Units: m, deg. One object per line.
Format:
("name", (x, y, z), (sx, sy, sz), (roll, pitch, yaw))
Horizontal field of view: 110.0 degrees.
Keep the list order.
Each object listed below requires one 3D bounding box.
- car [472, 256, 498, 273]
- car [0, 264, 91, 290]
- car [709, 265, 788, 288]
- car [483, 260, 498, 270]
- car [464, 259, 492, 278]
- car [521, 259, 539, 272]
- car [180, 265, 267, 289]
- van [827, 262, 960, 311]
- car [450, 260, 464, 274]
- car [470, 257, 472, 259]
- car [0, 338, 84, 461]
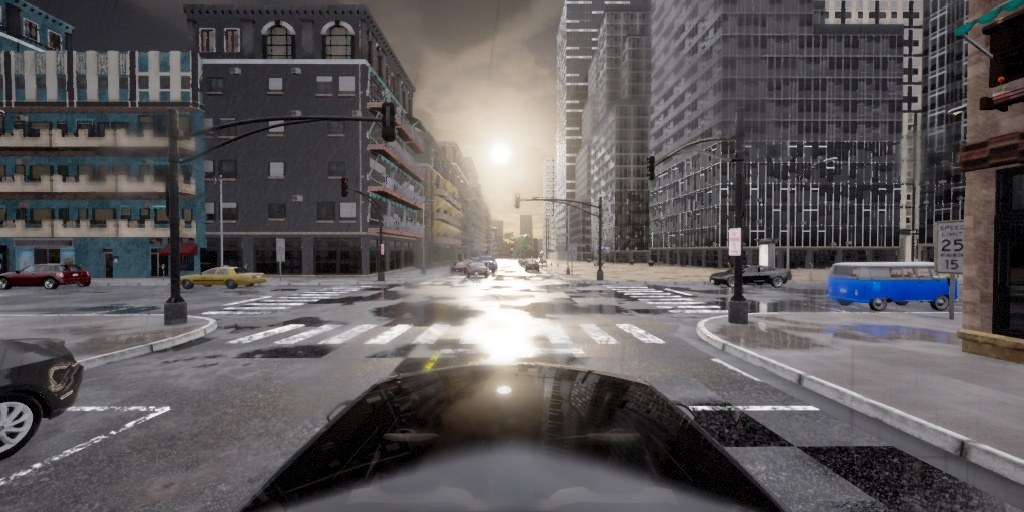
("car", (-3.193, 0.966, 44.127), (2.150, 2.045, 5.566), (0, 0, 0))
("car", (-28.827, 1.190, 22.090), (4.097, 1.591, 1.967), (0, 0, 0))
("car", (14.628, 1.215, 22.262), (4.313, 1.339, 1.948), (0, 0, 0))
("car", (-3.206, 1.309, 54.101), (1.994, 1.385, 4.181), (0, 0, 0))
("car", (-3.174, 1.270, 34.221), (1.812, 1.442, 4.674), (0, 0, 0))
("car", (2.554, 1.289, 45.970), (1.888, 1.381, 4.507), (0, 0, 0))
("car", (-17.930, 1.247, 22.133), (4.829, 1.417, 1.751), (0, 0, 0))
("van", (14.661, 1.117, 13.882), (3.998, 1.789, 1.690), (0, 0, 0))
("car", (-5.780, 1.289, 40.245), (1.888, 1.381, 4.507), (0, 0, 0))
("car", (-5.793, 1.184, 45.893), (1.967, 1.591, 4.097), (0, 0, 0))
("car", (-5.692, 1.300, 2.178), (2.007, 1.370, 4.403), (0, 0, 0))
